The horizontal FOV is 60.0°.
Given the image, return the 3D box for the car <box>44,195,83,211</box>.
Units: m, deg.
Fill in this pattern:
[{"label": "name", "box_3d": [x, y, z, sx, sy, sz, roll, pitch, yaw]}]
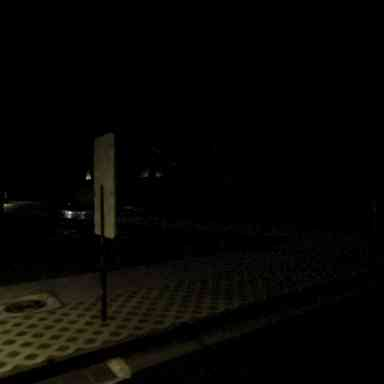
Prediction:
[{"label": "car", "box_3d": [-12.621, 1.065, 32.483, 4.674, 1.442, 1.812, 1, 1, 35]}]
